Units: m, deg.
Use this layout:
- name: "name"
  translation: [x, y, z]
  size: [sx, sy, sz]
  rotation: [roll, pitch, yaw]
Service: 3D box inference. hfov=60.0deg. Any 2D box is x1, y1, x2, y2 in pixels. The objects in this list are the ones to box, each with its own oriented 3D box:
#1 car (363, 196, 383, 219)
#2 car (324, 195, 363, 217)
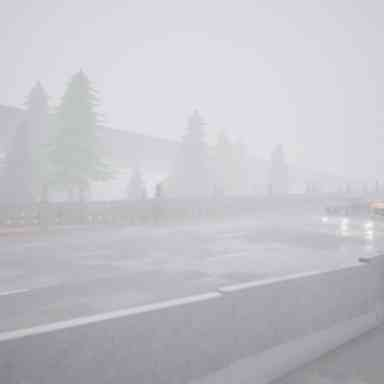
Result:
- name: "car"
  translation: [14.003, 0.975, 22.577]
  size: [5.008, 1.535, 1.882]
  rotation: [-2, 1, -35]
- name: "car"
  translation: [12.146, 0.997, 25.552]
  size: [4.892, 1.490, 1.837]
  rotation: [-2, 1, -35]
